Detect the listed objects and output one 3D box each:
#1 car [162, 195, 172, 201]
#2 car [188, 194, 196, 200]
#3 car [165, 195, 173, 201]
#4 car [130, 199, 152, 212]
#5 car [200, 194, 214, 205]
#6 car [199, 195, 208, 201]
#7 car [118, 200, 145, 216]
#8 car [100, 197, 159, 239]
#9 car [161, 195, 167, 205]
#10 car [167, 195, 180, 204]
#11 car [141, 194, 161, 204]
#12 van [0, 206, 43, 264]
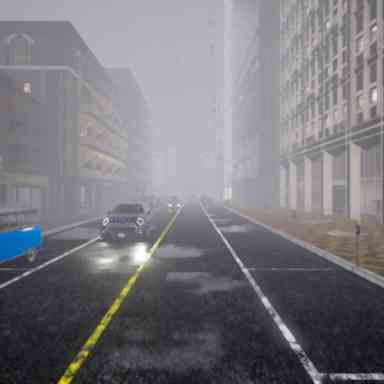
[{"bbox_3d":[-5.693,1.409,76.951,1.947,1.339,4.313,0,0,0],"label":"car"},{"bbox_3d":[-0.002,1.181,83.046,1.837,1.490,4.892,0,0,0],"label":"car"},{"bbox_3d":[-5.693,1.360,82.430,1.752,1.417,4.829,0,0,0],"label":"car"},{"bbox_3d":[-5.692,1.495,37.411,1.802,1.307,4.206,0,0,0],"label":"car"},{"bbox_3d":[2.688,1.406,54.527,1.752,1.417,4.829,0,0,0],"label":"car"},{"bbox_3d":[2.688,1.409,76.951,1.947,1.339,4.313,0,0,0],"label":"car"},{"bbox_3d":[-5.692,1.506,31.763,1.802,1.307,4.206,0,0,0],"label":"car"},{"bbox_3d":[-3.101,1.309,16.858,2.097,1.767,4.553,0,0,0],"label":"car"},{"bbox_3d":[-5.692,1.321,54.357,1.967,1.590,4.097,0,0,0],"label":"car"},{"bbox_3d":[-3.056,1.400,58.018,1.812,1.442,4.674,0,0,0],"label":"car"},{"bbox_3d":[-5.692,1.218,43.059,2.192,1.841,5.009,0,0,0],"label":"car"},{"bbox_3d":[-5.691,1.318,9.168,1.690,1.788,3.998,0,0,0],"label":"van"}]
